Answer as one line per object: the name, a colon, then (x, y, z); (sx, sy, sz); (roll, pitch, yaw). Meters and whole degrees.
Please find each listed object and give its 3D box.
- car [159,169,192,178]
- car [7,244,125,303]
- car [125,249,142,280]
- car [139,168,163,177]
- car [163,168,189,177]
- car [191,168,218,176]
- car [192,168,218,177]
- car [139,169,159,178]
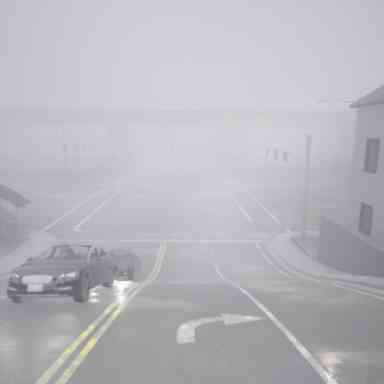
car: (-2.985, -3.481, 61.725); (4.974, 1.542, 2.038); (-7, 12, -36)
car: (-3.701, 2.359, 10.246); (2.128, 1.511, 4.902); (0, -9, -1)
car: (-3.758, 3.610, 17.004); (1.994, 1.385, 4.181); (0, -7, -1)
car: (-7.630, -3.651, 61.733); (4.536, 1.218, 1.853); (9, 14, 43)
car: (-2.943, -3.642, 61.729); (4.536, 1.218, 1.853); (-7, 12, -36)
car: (2.338, -3.765, 62.488); (4.536, 1.218, 1.853); (5, 11, 28)
car: (2.384, -3.605, 62.491); (4.974, 1.542, 2.038); (5, 11, 28)
car: (-7.593, -3.489, 61.725); (4.974, 1.542, 2.038); (9, 14, 43)
